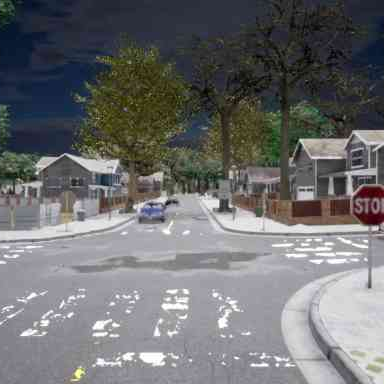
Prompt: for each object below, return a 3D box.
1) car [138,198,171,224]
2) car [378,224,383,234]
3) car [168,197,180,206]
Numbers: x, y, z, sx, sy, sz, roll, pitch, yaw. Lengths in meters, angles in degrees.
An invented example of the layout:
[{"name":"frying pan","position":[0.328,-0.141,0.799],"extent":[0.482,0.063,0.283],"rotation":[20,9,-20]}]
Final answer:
[{"name":"car","position":[-2.797,1.460,24.434],"extent":[1.812,1.442,4.674],"rotation":[0,1,0]},{"name":"car","position":[10.293,1.143,13.651],"extent":[4.902,1.511,2.128],"rotation":[-2,0,0]},{"name":"car","position":[-2.845,1.340,49.359],"extent":[1.895,1.301,4.718],"rotation":[0,1,0]}]
